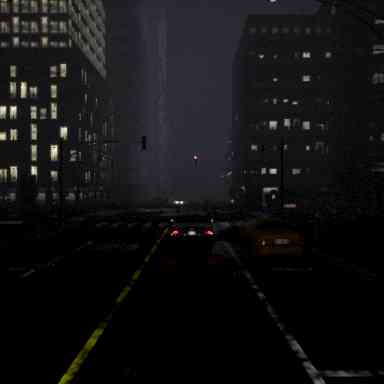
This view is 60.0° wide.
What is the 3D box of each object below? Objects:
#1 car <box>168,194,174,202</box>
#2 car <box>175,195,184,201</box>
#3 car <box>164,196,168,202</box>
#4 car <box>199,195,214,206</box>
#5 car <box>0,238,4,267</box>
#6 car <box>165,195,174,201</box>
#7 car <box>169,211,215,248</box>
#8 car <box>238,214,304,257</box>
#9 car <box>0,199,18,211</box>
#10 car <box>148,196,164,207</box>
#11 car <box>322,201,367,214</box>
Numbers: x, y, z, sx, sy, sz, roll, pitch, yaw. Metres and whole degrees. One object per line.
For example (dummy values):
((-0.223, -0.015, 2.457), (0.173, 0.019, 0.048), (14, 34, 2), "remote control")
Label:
((-5.702, 1.530, 73.116), (1.887, 1.381, 4.507), (-1, 0, 0), "car")
((-2.999, 1.506, 79.689), (2.128, 1.511, 4.902), (0, 0, 0), "car")
((-5.702, 1.553, 56.152), (1.947, 1.339, 4.313), (-1, 0, 0), "car")
((2.678, 1.538, 56.153), (2.008, 1.369, 4.403), (-1, 0, 0), "car")
((-5.832, 1.541, 6.956), (1.887, 1.381, 4.507), (-1, 0, 0), "car")
((-5.702, 1.529, 84.425), (1.887, 1.381, 4.507), (-1, 0, 0), "car")
((0.000, 1.558, 14.652), (2.033, 1.411, 5.357), (0, 0, 0), "car")
((2.807, 1.520, 12.713), (1.752, 1.417, 4.829), (-1, 0, 0), "car")
((-21.661, 1.274, 36.174), (4.829, 1.417, 1.752), (0, 0, 1), "car")
((-5.702, 1.513, 50.328), (1.752, 1.417, 4.829), (-1, 0, 0), "car")
((16.314, 1.622, 35.676), (4.403, 1.369, 2.008), (0, 0, 1), "car")
